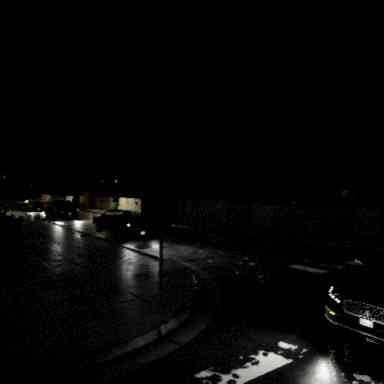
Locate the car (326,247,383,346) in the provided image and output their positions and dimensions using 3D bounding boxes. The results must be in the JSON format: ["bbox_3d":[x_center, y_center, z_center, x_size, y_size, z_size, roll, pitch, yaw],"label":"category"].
[{"bbox_3d":[4.440,1.628,6.110,4.892,1.490,1.837,1,0,-36],"label":"car"}]

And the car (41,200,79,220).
[{"bbox_3d":[-10.906,1.458,27.815,1.837,1.490,4.892,1,0,-36],"label":"car"}]

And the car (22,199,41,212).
[{"bbox_3d":[-17.874,1.447,37.625,2.033,1.411,5.357,1,0,-35],"label":"car"}]

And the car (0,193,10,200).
[{"bbox_3d":[-46.586,1.254,82.712,2.033,1.411,5.357,1,0,-36],"label":"car"}]

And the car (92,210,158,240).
[{"bbox_3d":[-3.585,1.617,17.543,1.895,1.301,4.718,1,0,-36],"label":"car"}]
